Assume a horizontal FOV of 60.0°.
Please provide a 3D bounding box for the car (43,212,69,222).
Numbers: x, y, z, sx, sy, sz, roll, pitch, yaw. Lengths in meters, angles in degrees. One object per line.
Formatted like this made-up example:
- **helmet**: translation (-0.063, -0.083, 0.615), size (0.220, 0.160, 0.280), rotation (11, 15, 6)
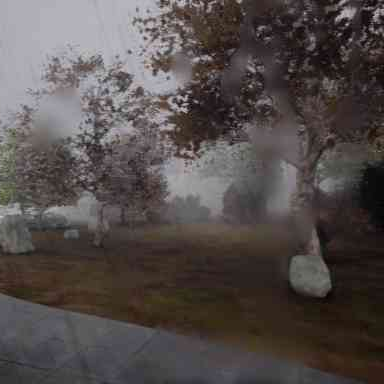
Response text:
- **car**: translation (-26.360, 4.858, 64.424), size (4.553, 1.767, 2.185), rotation (-1, -3, -19)

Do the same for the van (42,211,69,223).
- **van**: translation (-25.266, 4.596, 61.762), size (4.442, 1.987, 1.878), rotation (-1, -3, -19)

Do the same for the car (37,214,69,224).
- **car**: translation (-23.570, 4.539, 56.517), size (4.792, 1.488, 2.163), rotation (-1, -3, -19)

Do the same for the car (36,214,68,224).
- **car**: translation (-22.624, 4.384, 53.930), size (4.674, 1.452, 2.002), rotation (-1, -3, -19)

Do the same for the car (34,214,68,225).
- **car**: translation (-21.716, 4.218, 51.336), size (4.674, 1.452, 2.002), rotation (-1, -3, -19)

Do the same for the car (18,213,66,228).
- **car**: translation (-17.140, 3.294, 38.375), size (4.892, 1.521, 2.231), rotation (-1, -4, -19)

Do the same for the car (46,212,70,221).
- **car**: translation (-29.003, 5.277, 72.110), size (4.553, 1.767, 2.185), rotation (-1, -2, -19)

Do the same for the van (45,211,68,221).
- **van**: translation (-28.230, 5.042, 69.473), size (4.442, 1.987, 1.878), rotation (-1, -3, -19)

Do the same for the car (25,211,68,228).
- **car**: translation (-15.327, 2.919, 33.187), size (4.892, 1.521, 2.231), rotation (-1, -4, -19)

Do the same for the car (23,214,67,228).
- **car**: translation (-18.030, 3.507, 40.969), size (4.792, 1.488, 2.163), rotation (-1, -3, -19)

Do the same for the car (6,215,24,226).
- **car**: translation (-28.183, 4.503, 53.034), size (1.812, 1.442, 4.674), rotation (-1, -3, -19)

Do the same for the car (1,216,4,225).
- **car**: translation (-24.853, 3.884, 43.582), size (1.812, 1.442, 4.674), rotation (-1, -4, -19)

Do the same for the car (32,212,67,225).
- **car**: translation (-20.831, 3.885, 48.736), size (4.553, 1.767, 2.185), rotation (-1, -3, -19)
